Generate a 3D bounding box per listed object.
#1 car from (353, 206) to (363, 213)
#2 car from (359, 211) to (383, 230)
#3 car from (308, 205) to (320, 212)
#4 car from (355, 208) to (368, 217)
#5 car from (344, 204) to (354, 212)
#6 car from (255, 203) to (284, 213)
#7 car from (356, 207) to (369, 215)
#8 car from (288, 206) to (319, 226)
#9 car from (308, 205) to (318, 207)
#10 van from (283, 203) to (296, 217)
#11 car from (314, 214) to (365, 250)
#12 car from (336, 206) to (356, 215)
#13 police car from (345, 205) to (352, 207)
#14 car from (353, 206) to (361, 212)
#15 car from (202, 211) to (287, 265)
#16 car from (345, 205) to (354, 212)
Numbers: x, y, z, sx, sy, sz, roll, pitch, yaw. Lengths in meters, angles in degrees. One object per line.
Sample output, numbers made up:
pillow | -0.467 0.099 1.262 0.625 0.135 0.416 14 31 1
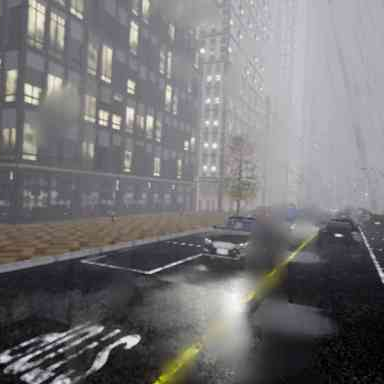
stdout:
car | 39.809 4.219 79.900 1.887 1.381 4.507 2 -1 25
car | 15.909 2.618 28.809 1.947 1.339 4.313 2 -1 25
car | 25.058 3.377 68.128 1.947 1.339 4.313 2 -1 25
car | 30.248 3.593 59.463 1.947 1.339 4.313 2 -1 25
car | 40.679 4.114 86.064 2.097 1.767 4.553 3 0 25
car | 5.950 1.950 27.267 1.967 1.590 4.097 2 -1 25
car | 23.079 3.106 44.136 1.947 1.339 4.313 2 -1 25
car | 10.436 2.337 30.685 1.994 1.385 4.181 3 0 25
car | 20.279 3.068 57.912 1.802 1.307 4.206 2 -1 25
van | 10.732 2.178 37.484 1.690 1.788 3.998 2 -1 25
car | 7.901 2.111 17.791 1.994 1.385 4.181 3 0 25
car | 18.525 2.837 40.525 1.994 1.385 4.181 3 0 25
police car | 33.720 3.721 71.767 1.930 1.638 5.238 3 0 20
car | 42.272 4.366 85.163 1.752 1.417 4.829 2 -1 25
car | 2.010 1.688 12.724 2.128 1.511 4.902 3 0 25
car | 38.116 4.095 80.670 1.837 1.490 4.892 3 0 25
